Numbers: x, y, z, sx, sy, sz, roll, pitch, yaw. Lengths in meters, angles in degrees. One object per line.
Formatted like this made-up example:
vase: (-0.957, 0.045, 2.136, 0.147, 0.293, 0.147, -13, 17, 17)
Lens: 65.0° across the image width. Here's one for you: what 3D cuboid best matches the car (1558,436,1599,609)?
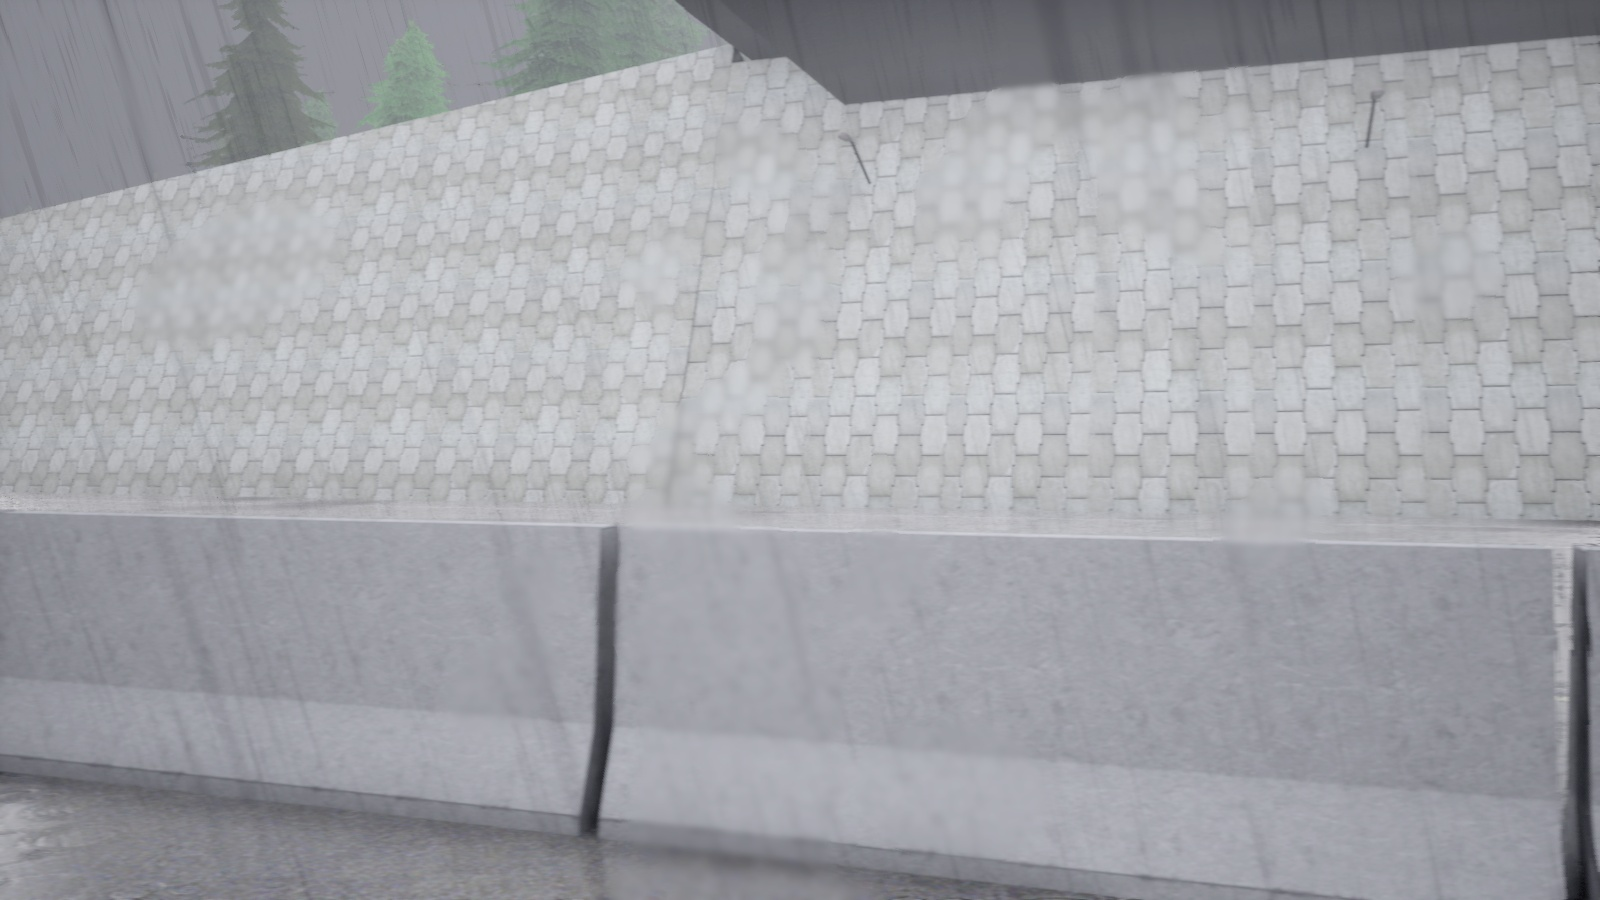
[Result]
car: (9.116, 0.660, 11.203, 3.705, 1.549, 1.789, 1, 1, 19)
